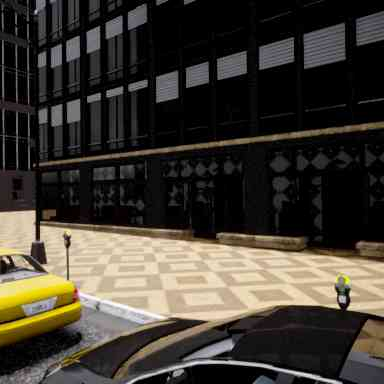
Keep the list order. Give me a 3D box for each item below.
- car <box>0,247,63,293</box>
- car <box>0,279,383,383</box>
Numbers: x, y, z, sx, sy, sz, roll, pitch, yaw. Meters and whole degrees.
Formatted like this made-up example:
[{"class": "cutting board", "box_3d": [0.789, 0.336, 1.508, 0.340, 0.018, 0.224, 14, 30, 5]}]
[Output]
[{"class": "car", "box_3d": [-3.951, 1.527, 5.874, 4.829, 1.417, 1.752, 0, -1, 36]}, {"class": "car", "box_3d": [0.683, 1.566, 2.359, 4.313, 1.339, 1.947, 0, -1, 36]}]
